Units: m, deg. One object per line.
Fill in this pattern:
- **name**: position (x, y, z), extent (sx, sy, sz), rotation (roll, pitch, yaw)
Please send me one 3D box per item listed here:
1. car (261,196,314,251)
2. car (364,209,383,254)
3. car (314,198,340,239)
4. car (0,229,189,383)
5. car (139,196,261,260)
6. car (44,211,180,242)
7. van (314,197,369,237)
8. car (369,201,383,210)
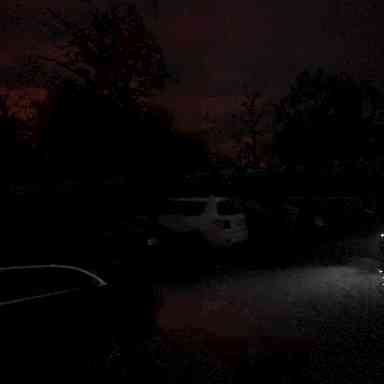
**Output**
- **car**: position (1.945, 1.209, 14.329), extent (5.566, 2.045, 2.435), rotation (-1, -1, 35)
- **car**: position (8.527, 1.467, 11.817), extent (4.902, 1.511, 2.128), rotation (0, 0, -35)
- **car**: position (4.364, 1.331, 16.101), extent (4.553, 1.767, 2.185), rotation (-1, -1, 35)
- **car**: position (-2.682, 1.487, 3.884), extent (4.902, 1.511, 2.128), rotation (0, 0, -36)
- **car**: position (-0.579, 1.214, 12.598), extent (5.566, 2.045, 2.435), rotation (-1, 0, 35)
- **car**: position (-3.046, 1.499, 10.851), extent (4.792, 1.488, 2.163), rotation (-1, 0, 35)
- **van**: position (6.758, 1.227, 17.883), extent (4.442, 1.987, 1.878), rotation (-1, 0, 35)
- **car**: position (9.324, 1.448, 19.568), extent (4.892, 1.521, 2.231), rotation (-1, -1, 35)
